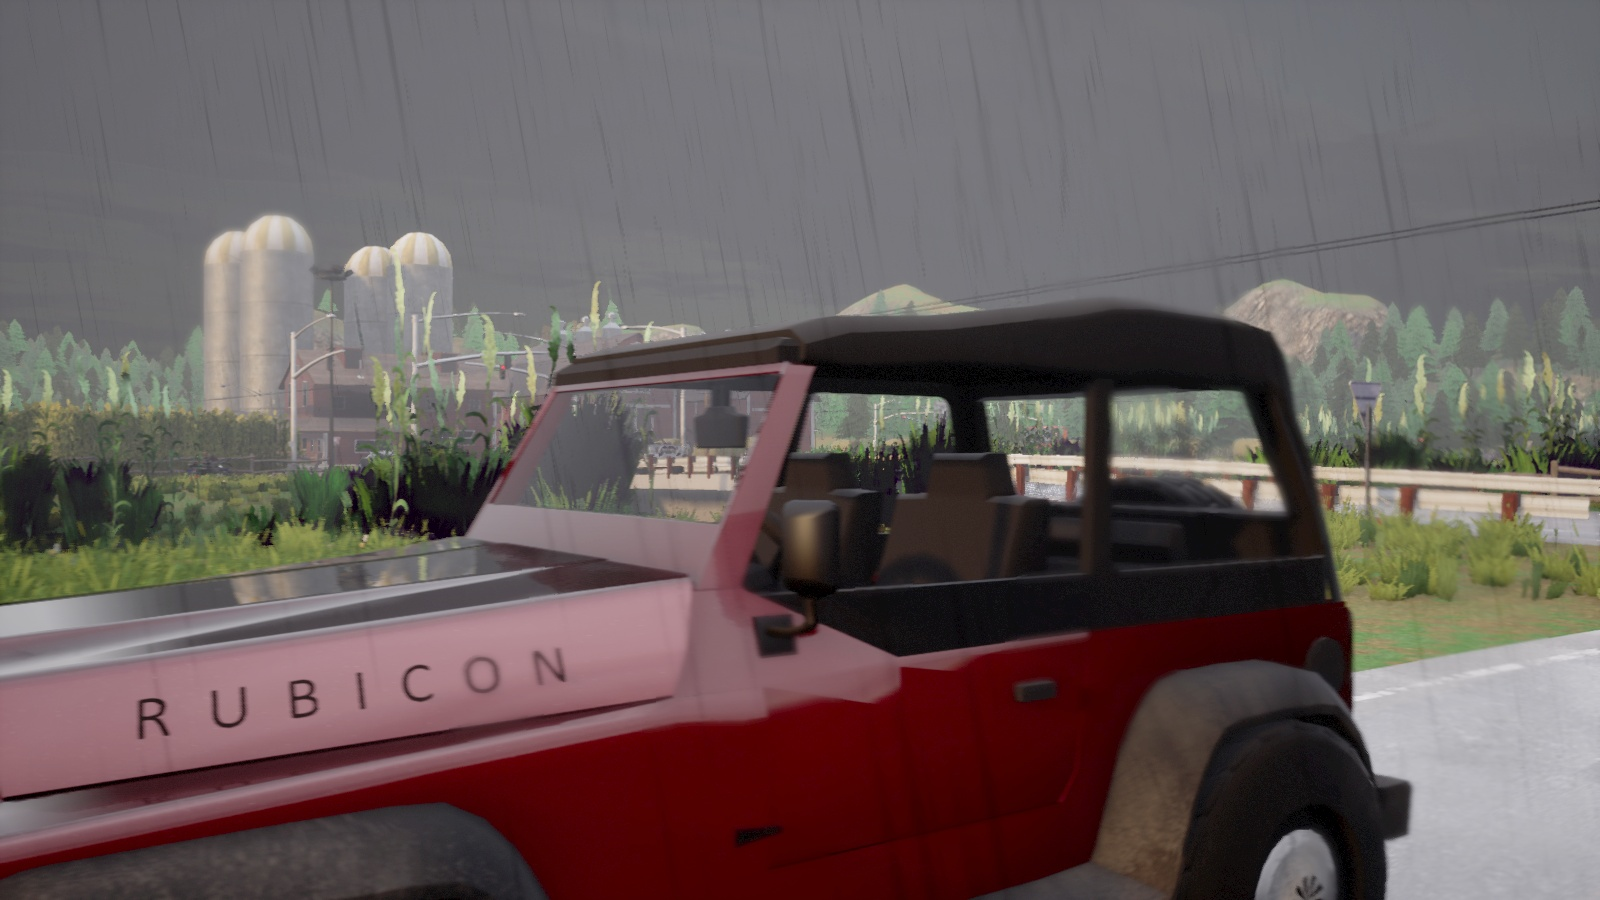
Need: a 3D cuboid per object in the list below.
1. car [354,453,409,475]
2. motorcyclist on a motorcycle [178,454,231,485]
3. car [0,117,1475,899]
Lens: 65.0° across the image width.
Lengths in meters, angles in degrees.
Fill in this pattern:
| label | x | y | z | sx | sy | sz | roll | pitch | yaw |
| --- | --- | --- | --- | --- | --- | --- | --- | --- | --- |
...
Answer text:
| label | x | y | z | sx | sy | sz | roll | pitch | yaw |
| --- | --- | --- | --- | --- | --- | --- | --- | --- | --- |
| car | -28.454 | 0.933 | 85.216 | 1.837 | 1.490 | 4.892 | 0 | 0 | -41 |
| motorcyclist on a motorcycle | -29.480 | 0.956 | 62.202 | 2.191 | 1.530 | 0.866 | 0 | 0 | -42 |
| car | -0.304 | 0.544 | 3.083 | 3.866 | 1.878 | 1.905 | 0 | 0 | -35 |
